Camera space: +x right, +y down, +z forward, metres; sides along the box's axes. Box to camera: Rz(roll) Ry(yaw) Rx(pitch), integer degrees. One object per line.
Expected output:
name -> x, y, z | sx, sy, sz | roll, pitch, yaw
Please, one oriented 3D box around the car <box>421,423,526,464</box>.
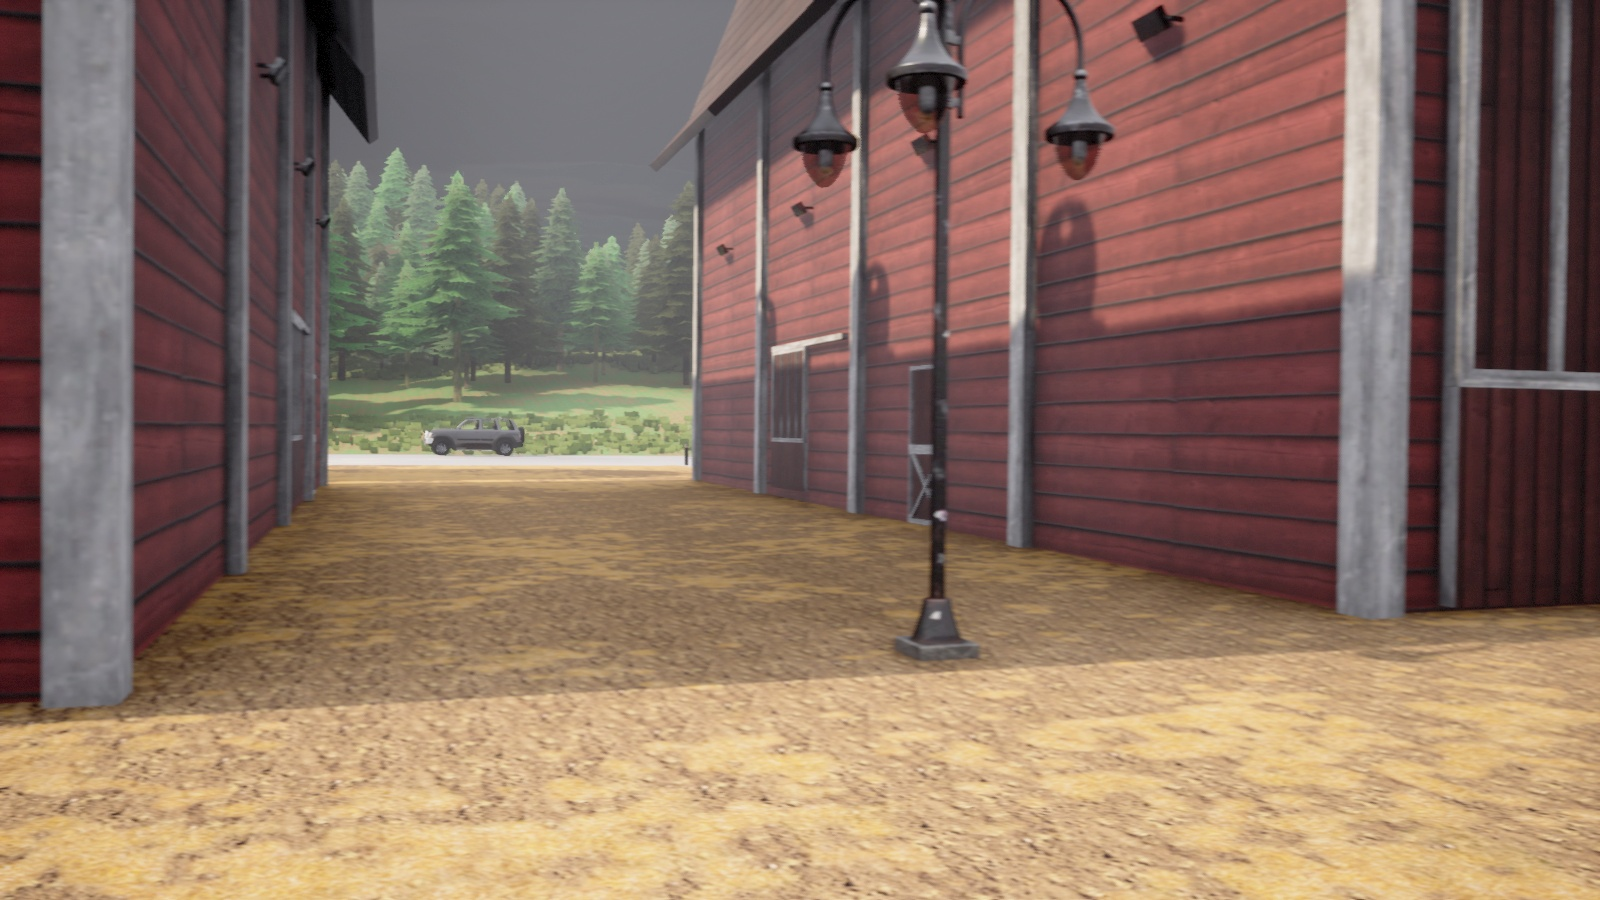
car -> -15.237, -0.317, 58.595 | 4.605, 1.855, 1.932 | -1, 1, -18
